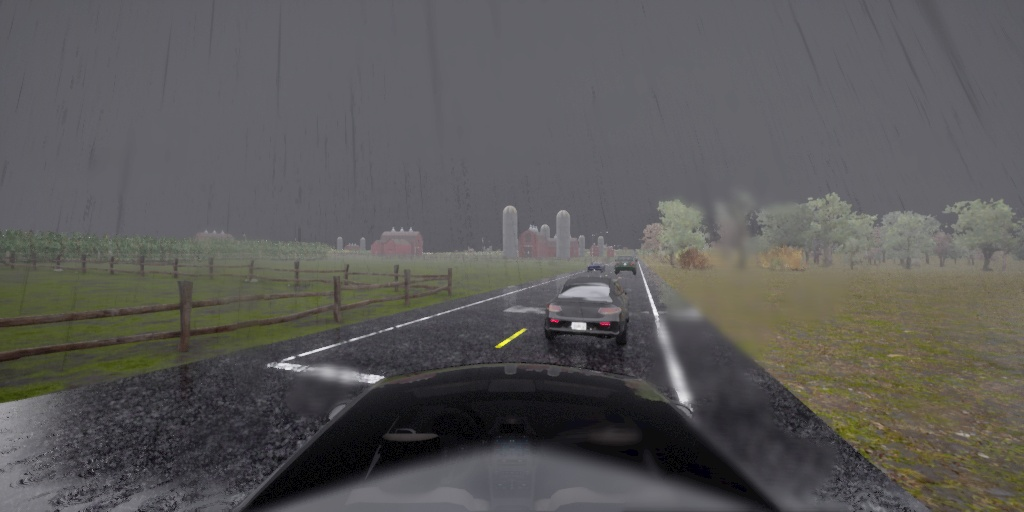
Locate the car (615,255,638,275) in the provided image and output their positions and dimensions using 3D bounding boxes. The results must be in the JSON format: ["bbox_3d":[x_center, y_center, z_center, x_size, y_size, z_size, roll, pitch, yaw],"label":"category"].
[{"bbox_3d":[12.553,0.957,39.473,2.150,2.045,5.566,0,0,20],"label":"car"}]

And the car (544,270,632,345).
[{"bbox_3d":[2.127,1.273,9.532,1.812,1.442,4.674,0,0,19],"label":"car"}]

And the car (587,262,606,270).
[{"bbox_3d":[10.339,1.336,43.910,1.895,1.301,4.718,0,0,19],"label":"car"}]
